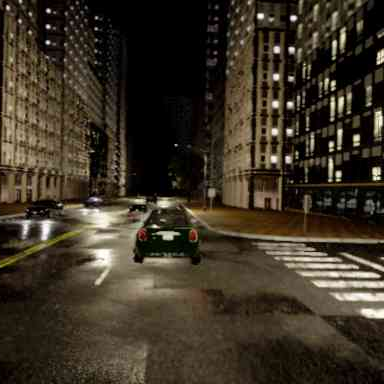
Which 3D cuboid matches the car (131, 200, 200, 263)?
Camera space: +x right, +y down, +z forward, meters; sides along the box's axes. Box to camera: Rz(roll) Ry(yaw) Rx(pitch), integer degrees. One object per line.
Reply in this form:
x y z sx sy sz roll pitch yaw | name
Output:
-0.889 1.395 12.432 2.097 1.767 4.553 2 1 -4 | car

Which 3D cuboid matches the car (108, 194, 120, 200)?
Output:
-14.117 1.008 60.198 1.882 1.535 5.008 1 0 -4 | car

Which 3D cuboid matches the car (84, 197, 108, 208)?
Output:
-13.105 1.475 44.717 1.895 1.301 4.718 1 0 -4 | car

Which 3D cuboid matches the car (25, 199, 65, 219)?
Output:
-11.909 1.333 27.260 1.837 1.490 4.892 1 0 -4 | car

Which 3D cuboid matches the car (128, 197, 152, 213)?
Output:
-5.896 1.614 37.122 1.895 1.301 4.718 1 0 -4 | car

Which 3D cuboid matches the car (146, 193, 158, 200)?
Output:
-7.804 1.306 64.463 2.150 2.045 5.566 1 0 -4 | car
